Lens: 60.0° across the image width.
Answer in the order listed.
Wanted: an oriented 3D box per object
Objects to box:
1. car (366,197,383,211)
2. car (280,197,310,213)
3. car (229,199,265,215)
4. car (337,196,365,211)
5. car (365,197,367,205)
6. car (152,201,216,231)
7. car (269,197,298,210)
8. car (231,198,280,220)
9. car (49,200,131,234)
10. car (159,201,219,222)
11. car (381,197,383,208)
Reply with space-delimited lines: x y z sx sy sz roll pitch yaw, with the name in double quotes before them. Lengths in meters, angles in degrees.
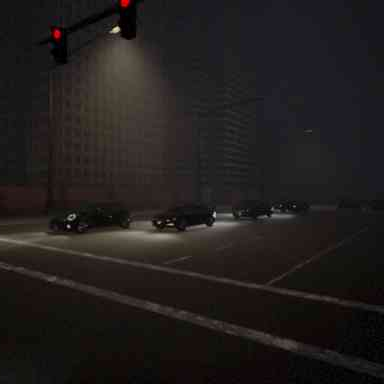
"car" 22.664 1.469 39.611 2.128 1.511 4.902 0 0 36
"car" 11.068 1.538 35.883 1.895 1.301 4.718 0 0 36
"car" 5.724 1.482 34.493 1.994 1.385 4.181 0 0 36
"car" 19.570 1.310 41.308 2.097 1.767 4.553 0 0 36
"car" 25.868 1.485 49.974 1.812 1.442 4.674 0 0 36
"car" -0.376 1.441 20.153 1.837 1.490 4.892 0 0 36
"car" 11.858 1.424 42.875 1.837 1.490 4.892 0 0 37
"car" 5.137 1.428 27.740 2.128 1.511 4.902 0 0 36
"car" -5.640 1.269 18.832 2.097 1.767 4.553 0 0 36
"car" -0.088 1.465 26.509 2.033 1.411 5.357 0 0 36
"car" 28.695 1.455 47.909 1.882 1.535 5.008 0 0 36
